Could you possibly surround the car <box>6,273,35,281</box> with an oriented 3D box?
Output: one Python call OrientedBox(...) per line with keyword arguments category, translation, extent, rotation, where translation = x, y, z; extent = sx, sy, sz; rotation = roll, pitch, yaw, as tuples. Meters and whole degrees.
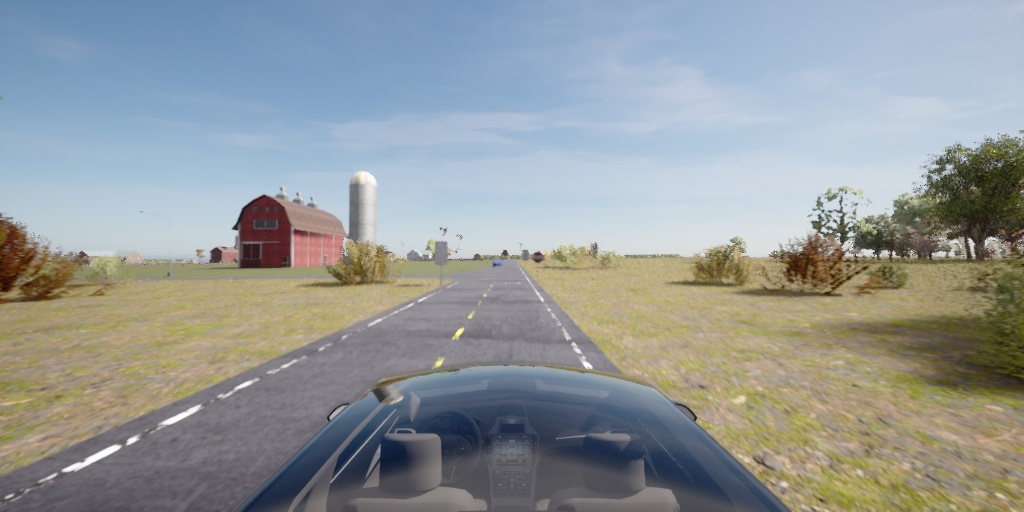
OrientedBox(category="car", translation=(-51.876, 1.970, 37.086), extent=(4.718, 1.301, 1.895), rotation=(-1, -1, 0))
